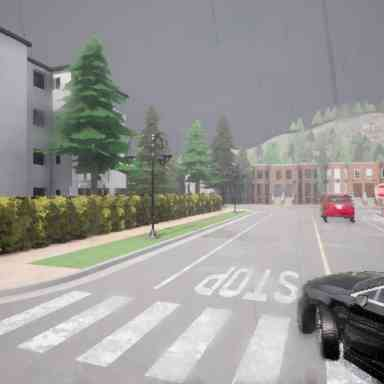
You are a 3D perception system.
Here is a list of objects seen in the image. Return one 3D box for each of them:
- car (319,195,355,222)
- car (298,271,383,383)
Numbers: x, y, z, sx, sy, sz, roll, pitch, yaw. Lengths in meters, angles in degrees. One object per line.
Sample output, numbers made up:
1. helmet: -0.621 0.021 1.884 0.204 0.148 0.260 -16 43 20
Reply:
1. car: 11.504 1.243 26.534 2.150 2.045 5.566 0 0 18
2. car: 3.012 1.499 3.317 2.128 1.511 4.902 -2 0 -17
